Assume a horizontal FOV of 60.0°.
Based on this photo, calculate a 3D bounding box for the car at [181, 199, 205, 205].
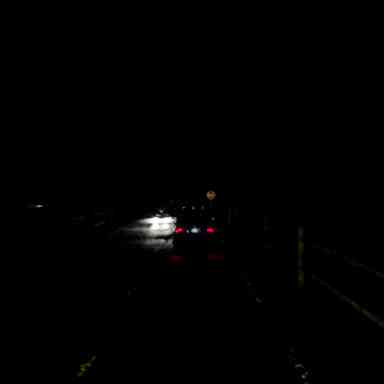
[{"bbox_3d":[0.110,1.354,29.448,2.097,1.767,4.553,0,0,0],"label":"car"}]

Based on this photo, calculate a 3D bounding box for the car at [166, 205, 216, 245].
[{"bbox_3d":[0.105,1.549,15.433,2.033,1.411,5.357,0,0,0],"label":"car"}]

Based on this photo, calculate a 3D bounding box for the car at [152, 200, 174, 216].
[{"bbox_3d":[-2.746,1.495,32.150,2.128,1.511,4.902,0,0,0],"label":"car"}]

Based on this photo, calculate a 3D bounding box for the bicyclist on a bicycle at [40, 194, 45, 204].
[{"bbox_3d":[-22.467,1.138,49.916,0.582,1.620,1.656,1,0,1],"label":"bicyclist on a bicycle"}]
